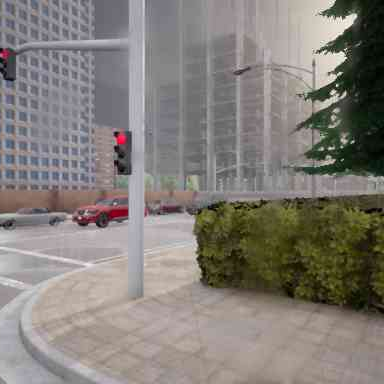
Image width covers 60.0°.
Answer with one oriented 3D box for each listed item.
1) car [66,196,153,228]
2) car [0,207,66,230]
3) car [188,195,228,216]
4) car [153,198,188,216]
[{"bbox_3d":[-5.523,1.277,23.188,2.150,2.045,5.566,0,0,33],"label":"car"},{"bbox_3d":[-10.765,1.656,21.823,1.895,1.301,4.718,0,0,36],"label":"car"},{"bbox_3d":[1.709,1.278,33.283,2.150,2.045,5.566,0,0,36],"label":"car"},{"bbox_3d":[-2.820,1.408,32.973,2.097,1.767,4.553,0,0,36],"label":"car"}]
